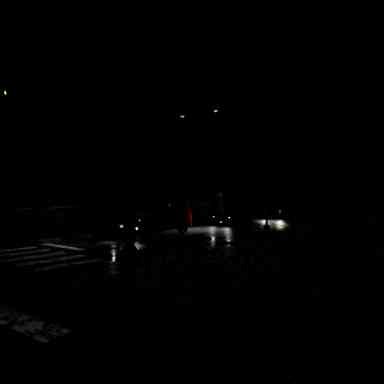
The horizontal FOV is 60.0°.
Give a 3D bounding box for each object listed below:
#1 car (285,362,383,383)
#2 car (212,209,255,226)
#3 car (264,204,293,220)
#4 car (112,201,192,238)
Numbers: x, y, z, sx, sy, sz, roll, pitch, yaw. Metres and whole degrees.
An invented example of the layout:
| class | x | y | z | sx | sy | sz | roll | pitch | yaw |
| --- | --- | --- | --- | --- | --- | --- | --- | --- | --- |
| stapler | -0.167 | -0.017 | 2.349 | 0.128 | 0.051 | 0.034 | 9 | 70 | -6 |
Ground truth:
| class | x | y | z | sx | sy | sz | roll | pitch | yaw |
| --- | --- | --- | --- | --- | --- | --- | --- | --- | --- |
| car | 2.352 | 1.551 | 1.274 | 4.403 | 1.369 | 2.008 | 0 | 0 | 36 |
| car | 3.612 | 2.149 | 28.460 | 1.895 | 1.301 | 4.718 | 0 | -1 | 36 |
| car | 9.716 | 2.121 | 37.019 | 2.097 | 1.767 | 4.553 | 0 | -1 | 36 |
| car | -2.213 | 1.564 | 20.279 | 2.150 | 2.045 | 5.566 | 0 | -1 | 35 |
